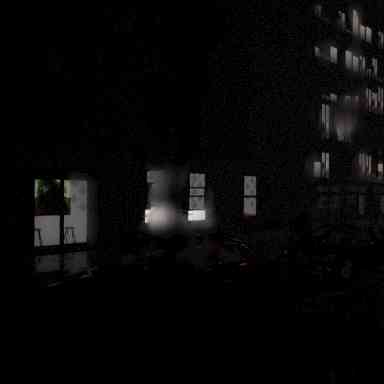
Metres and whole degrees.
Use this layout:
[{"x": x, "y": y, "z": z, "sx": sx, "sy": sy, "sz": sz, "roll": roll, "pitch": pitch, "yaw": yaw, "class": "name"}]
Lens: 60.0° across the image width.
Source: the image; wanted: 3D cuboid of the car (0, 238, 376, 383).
[{"x": -0.729, "y": 1.478, "z": 2.732, "sx": 5.008, "sy": 1.535, "sz": 1.882, "roll": 0, "pitch": 0, "yaw": -35, "class": "car"}]

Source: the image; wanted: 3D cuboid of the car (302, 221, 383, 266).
[{"x": 4.473, "y": 1.550, "z": 9.696, "sx": 4.403, "sy": 1.369, "sz": 2.008, "roll": 0, "pitch": 0, "yaw": -35, "class": "car"}]

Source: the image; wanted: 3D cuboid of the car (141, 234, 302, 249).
[{"x": -0.162, "y": 1.551, "z": 6.420, "sx": 4.403, "sy": 1.369, "sz": 2.008, "roll": 0, "pitch": 0, "yaw": -35, "class": "car"}]
